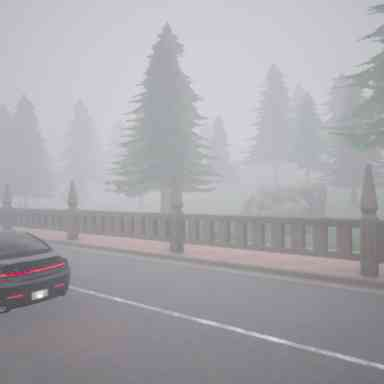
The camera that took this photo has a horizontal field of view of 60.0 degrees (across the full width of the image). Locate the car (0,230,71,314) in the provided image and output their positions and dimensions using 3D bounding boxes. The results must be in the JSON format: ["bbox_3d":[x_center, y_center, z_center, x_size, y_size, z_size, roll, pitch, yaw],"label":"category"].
[{"bbox_3d":[-4.669,1.592,7.301,4.892,1.490,1.837,-1,0,35],"label":"car"}]
